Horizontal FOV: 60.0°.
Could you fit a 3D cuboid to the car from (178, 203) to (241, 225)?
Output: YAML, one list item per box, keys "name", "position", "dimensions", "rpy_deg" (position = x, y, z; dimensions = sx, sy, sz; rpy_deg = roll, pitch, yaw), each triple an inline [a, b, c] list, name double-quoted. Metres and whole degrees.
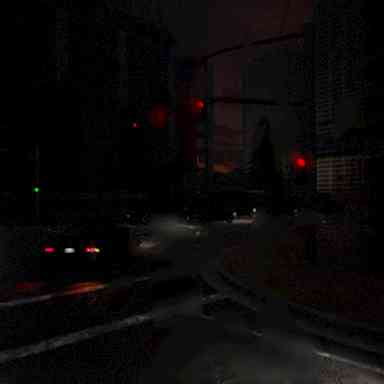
- name: "car"
  position: [1.511, 1.819, 27.245]
  dimensions: [4.892, 1.490, 1.837]
  rpy_deg: [0, -1, -41]

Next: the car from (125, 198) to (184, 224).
- name: "car"
  position: [-2.949, 1.557, 28.016]
  dimensions: [5.566, 2.045, 2.150]
  rpy_deg: [0, -1, -41]

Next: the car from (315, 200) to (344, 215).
- name: "car"
  position: [16.098, 1.992, 39.860]
  dimensions: [4.718, 1.301, 1.895]
  rpy_deg: [0, -1, -41]

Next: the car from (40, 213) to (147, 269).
- name: "car"
  position: [-3.228, 1.683, 11.656]
  dimensions: [2.033, 1.411, 5.357]
  rpy_deg: [-1, -1, 3]

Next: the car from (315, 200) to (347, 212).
- name: "car"
  position: [20.038, 1.948, 47.859]
  dimensions: [4.902, 1.511, 2.128]
  rpy_deg: [0, -1, -40]

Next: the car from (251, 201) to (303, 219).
- name: "car"
  position: [8.578, 1.843, 33.362]
  dimensions: [4.902, 1.511, 2.128]
  rpy_deg: [0, -1, -41]

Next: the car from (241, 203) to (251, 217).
- name: "car"
  position: [4.543, 1.880, 34.499]
  dimensions: [4.892, 1.490, 1.837]
  rpy_deg: [0, -1, -41]
